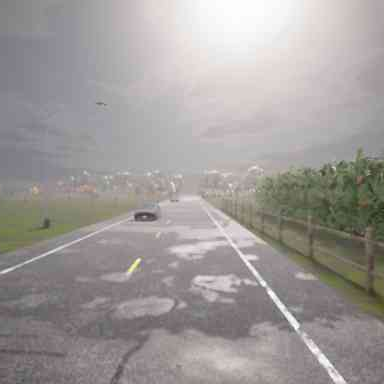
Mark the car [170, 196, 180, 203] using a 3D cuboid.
[{"bbox_3d":[-3.513,1.458,68.394,2.033,1.411,5.357,0,0,0],"label":"car"}]

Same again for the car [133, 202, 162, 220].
[{"bbox_3d":[-3.604,1.517,27.876,2.033,1.411,5.357,0,0,0],"label":"car"}]
